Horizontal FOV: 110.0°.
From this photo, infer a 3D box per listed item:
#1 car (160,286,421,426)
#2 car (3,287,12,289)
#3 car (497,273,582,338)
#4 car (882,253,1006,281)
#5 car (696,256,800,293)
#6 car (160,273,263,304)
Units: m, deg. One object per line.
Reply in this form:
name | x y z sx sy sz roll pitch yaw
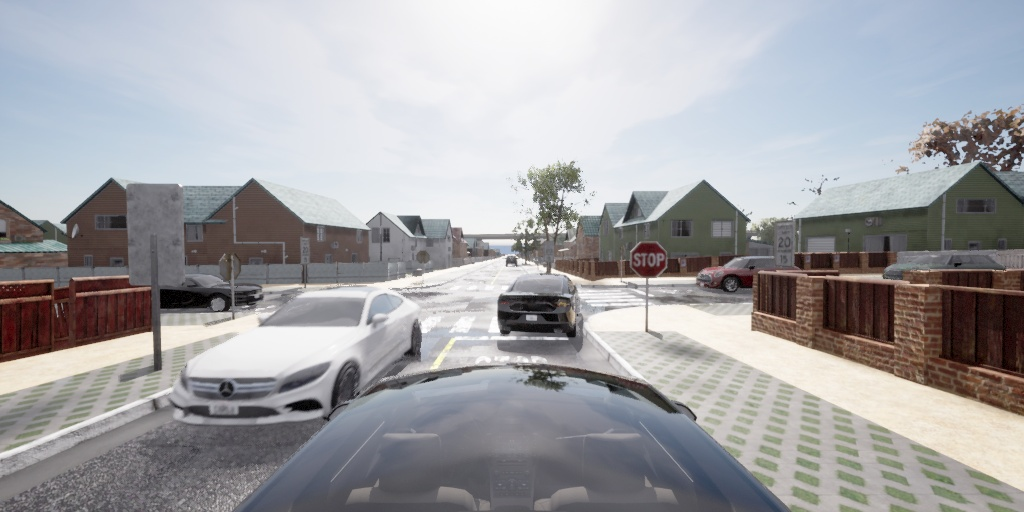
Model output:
car | -2.852 1.272 5.949 1.812 1.442 4.674 0 0 1
car | -23.257 1.635 14.780 5.008 1.535 1.882 -1 2 -1
car | 0.947 1.224 10.384 1.882 1.535 5.008 0 0 12
car | 21.684 0.650 18.093 4.553 1.767 2.097 -1 2 0
car | 11.785 0.820 18.008 4.553 1.767 2.097 -1 2 0
car | -13.098 1.462 14.861 5.008 1.535 1.882 -1 2 0
